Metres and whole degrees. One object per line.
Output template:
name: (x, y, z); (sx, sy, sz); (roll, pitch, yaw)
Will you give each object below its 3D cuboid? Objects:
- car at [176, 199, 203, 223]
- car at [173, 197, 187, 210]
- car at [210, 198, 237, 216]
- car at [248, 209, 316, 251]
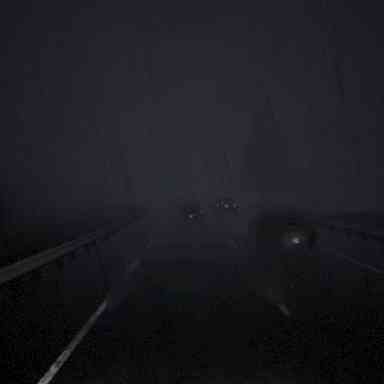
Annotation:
car: (-0.155, 1.495, 25.408); (1.812, 1.442, 4.674); (0, 0, -2)
car: (-1.410, 1.453, 42.368); (1.837, 1.490, 4.892); (0, 0, -6)
car: (2.987, 1.314, 32.197); (2.097, 1.767, 4.553); (0, 0, -3)
car: (3.601, 1.475, 14.017); (2.128, 1.511, 4.902); (0, 0, 0)
